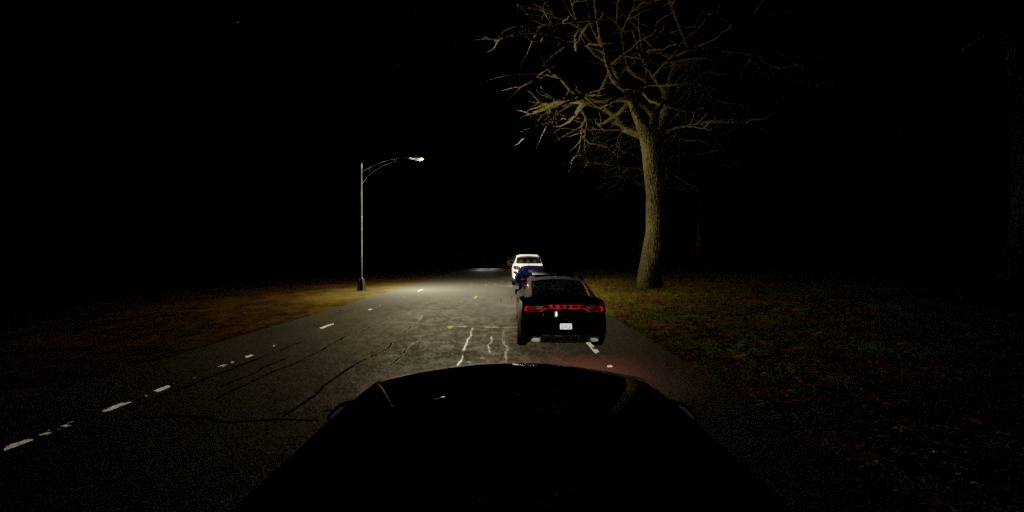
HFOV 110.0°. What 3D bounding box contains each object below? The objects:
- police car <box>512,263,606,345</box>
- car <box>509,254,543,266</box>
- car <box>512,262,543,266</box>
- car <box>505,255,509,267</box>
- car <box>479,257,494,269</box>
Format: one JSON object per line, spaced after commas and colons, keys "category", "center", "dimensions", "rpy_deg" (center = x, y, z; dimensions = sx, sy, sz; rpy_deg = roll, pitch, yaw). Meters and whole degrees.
{"category": "police car", "center": [1.057, 1.164, 9.591], "dimensions": [1.930, 1.638, 5.238], "rpy_deg": [0, 0, 0]}
{"category": "car", "center": [1.072, 0.910, 25.512], "dimensions": [2.150, 2.045, 5.566], "rpy_deg": [0, 0, 0]}
{"category": "car", "center": [1.066, 1.237, 19.482], "dimensions": [1.812, 1.442, 4.674], "rpy_deg": [0, 0, 0]}
{"category": "car", "center": [0.111, 0.913, 54.487], "dimensions": [1.812, 1.442, 4.674], "rpy_deg": [0, 1, 0]}
{"category": "car", "center": [-3.455, 0.961, 49.748], "dimensions": [1.837, 1.490, 4.892], "rpy_deg": [0, 1, 0]}
